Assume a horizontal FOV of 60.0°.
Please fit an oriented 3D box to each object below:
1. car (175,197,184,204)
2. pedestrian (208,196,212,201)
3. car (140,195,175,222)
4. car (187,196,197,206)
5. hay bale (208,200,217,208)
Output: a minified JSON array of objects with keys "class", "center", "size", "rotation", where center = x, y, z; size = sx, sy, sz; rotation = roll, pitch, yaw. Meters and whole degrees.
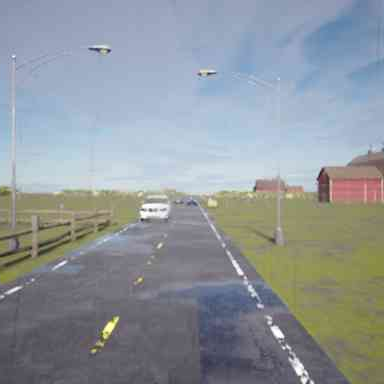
[{"class":"car","center":[-2.753,1.729,69.295],"size":[1.812,1.442,4.674],"rotation":[0,0,0]},{"class":"pedestrian","center":[2.822,1.463,51.340],"size":[0.375,1.860,0.375],"rotation":[1,-1,2]},{"class":"car","center":[-2.848,1.306,27.156],"size":[2.150,2.045,5.566],"rotation":[0,0,0]},{"class":"car","center":[-0.003,1.782,59.349],"size":[1.895,1.301,4.718],"rotation":[0,0,0]},{"class":"hay bale","center":[3.112,1.809,50.232],"size":[1.220,1.180,1.240],"rotation":[-1,-1,0]}]
